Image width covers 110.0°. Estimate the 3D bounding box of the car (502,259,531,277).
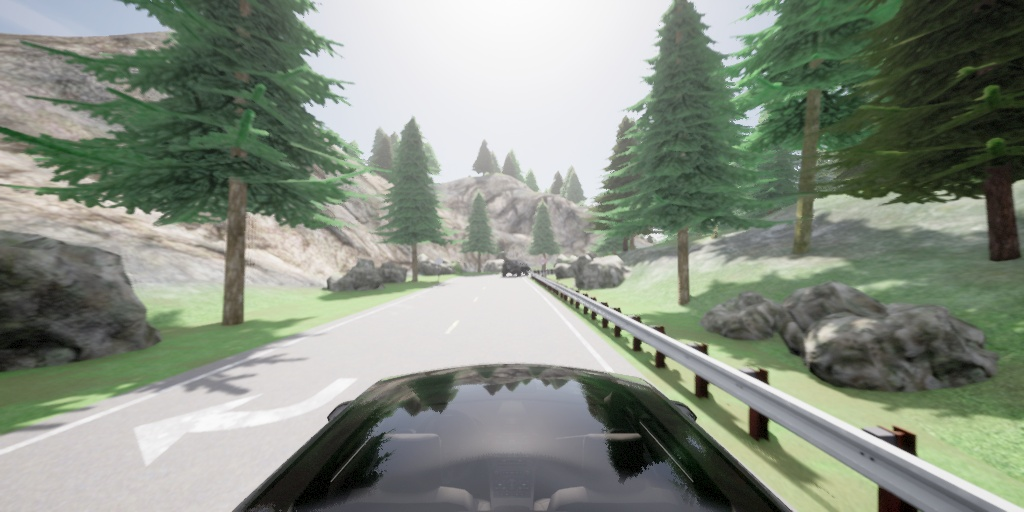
[{"bbox_3d":[0.553,1.429,43.928,2.150,2.045,5.566,0,0,20],"label":"car"}]
